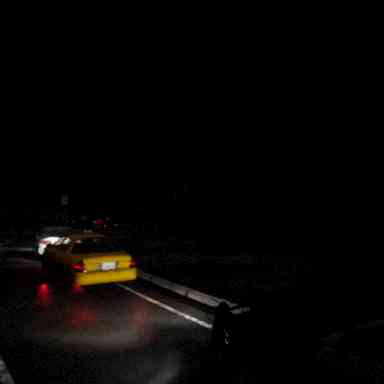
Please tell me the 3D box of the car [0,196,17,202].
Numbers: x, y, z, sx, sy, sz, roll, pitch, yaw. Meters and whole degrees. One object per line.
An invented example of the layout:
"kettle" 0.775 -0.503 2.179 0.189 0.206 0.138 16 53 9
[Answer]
"car" -39.325 1.695 69.089 2.231 1.521 4.892 -1 -6 0

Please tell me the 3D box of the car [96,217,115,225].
"car" -13.426 4.354 48.974 1.994 1.385 4.181 -2 -4 9

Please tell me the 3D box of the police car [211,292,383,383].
"police car" 2.369 1.681 3.127 1.930 1.638 5.238 4 -4 -43

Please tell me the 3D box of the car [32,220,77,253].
"car" -6.356 2.253 15.489 1.812 1.442 4.674 2 -3 -27

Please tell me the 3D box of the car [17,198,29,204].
"car" -39.399 2.181 74.705 2.185 1.767 4.553 -1 -6 -1

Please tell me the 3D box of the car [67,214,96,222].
"car" -13.573 3.530 40.097 2.097 1.767 4.553 -1 -4 -1

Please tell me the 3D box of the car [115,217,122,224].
"car" -14.850 5.374 62.504 1.882 1.535 5.008 -2 -5 9

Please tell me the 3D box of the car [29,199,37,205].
"car" -39.575 2.689 80.290 2.435 2.045 5.566 -1 -6 -2

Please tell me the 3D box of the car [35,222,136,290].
"car" -3.556 1.969 10.716 1.801 1.575 5.366 3 -3 -33
